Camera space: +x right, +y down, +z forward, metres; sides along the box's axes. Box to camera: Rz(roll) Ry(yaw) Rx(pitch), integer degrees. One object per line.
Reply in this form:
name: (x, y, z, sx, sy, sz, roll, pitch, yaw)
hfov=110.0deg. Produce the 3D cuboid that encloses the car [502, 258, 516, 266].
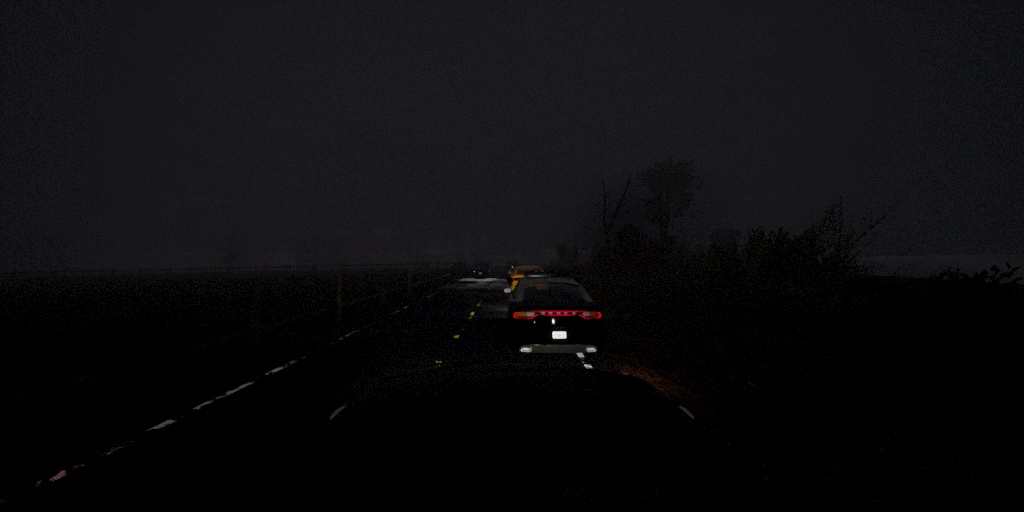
car: (0.072, 1.335, 46.627, 1.994, 1.385, 4.181, 0, 0, 0)

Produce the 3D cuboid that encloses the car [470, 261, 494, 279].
car: (-2.732, 1.261, 33.239, 1.837, 1.490, 4.892, 0, 0, 0)

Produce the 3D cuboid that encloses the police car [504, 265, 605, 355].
police car: (0.829, 1.174, 8.839, 1.930, 1.638, 5.238, 0, 0, 0)

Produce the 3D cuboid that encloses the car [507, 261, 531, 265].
car: (0.836, 1.228, 18.729, 1.882, 1.535, 5.008, 0, 0, 0)
